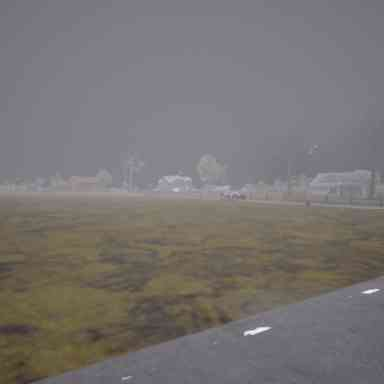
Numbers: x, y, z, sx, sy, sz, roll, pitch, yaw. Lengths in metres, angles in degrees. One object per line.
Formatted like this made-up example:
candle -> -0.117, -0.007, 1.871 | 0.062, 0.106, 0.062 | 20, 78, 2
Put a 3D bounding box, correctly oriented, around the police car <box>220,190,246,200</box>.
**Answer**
police car -> 6.925, 0.536, 55.782 | 1.930, 1.638, 5.238 | 2, 0, -35
